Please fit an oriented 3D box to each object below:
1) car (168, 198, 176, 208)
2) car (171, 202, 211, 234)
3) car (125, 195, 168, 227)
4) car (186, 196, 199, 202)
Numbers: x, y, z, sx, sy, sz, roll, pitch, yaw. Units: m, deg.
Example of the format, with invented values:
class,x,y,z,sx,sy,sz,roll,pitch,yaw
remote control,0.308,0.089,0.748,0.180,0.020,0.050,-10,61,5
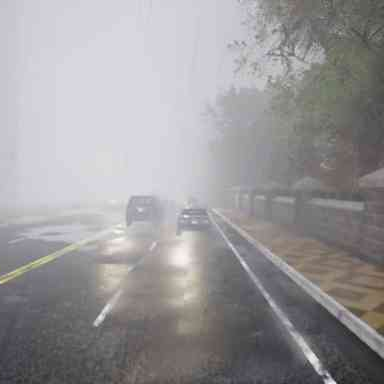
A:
class,x,y,z,sx,sy,sz,roll,pitch,yaw
car,-3.141,1.553,44.398,2.033,1.411,5.357,0,0,0
car,0.104,1.547,18.988,2.033,1.411,5.357,0,0,0
car,-3.146,1.222,23.079,2.150,2.045,5.566,0,0,0
car,0.110,1.513,55.609,1.837,1.490,4.892,0,0,0
